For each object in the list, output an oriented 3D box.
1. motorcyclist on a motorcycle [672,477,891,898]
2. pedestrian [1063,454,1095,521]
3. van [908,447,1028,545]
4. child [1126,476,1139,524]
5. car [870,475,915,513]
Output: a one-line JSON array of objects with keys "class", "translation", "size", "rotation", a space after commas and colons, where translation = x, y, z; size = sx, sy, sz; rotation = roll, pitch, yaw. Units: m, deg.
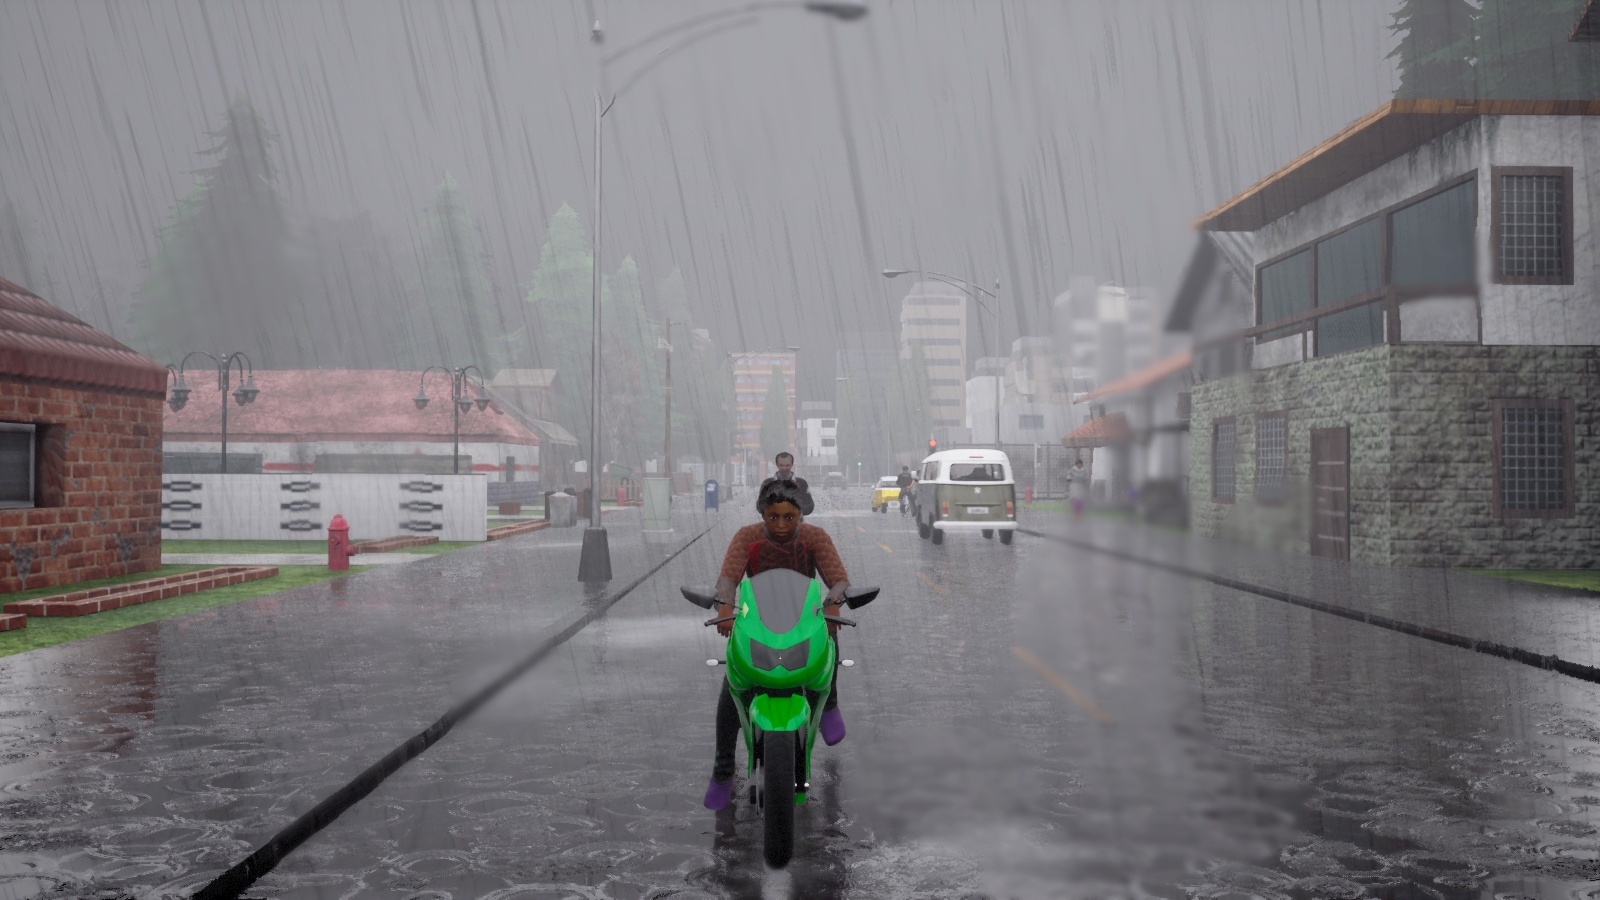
[{"class": "motorcyclist on a motorcycle", "translation": [-0.079, 0.891, 5.633], "size": [0.797, 1.523, 2.044], "rotation": [0, -1, -1]}, {"class": "pedestrian", "translation": [8.224, 1.112, 37.040], "size": [0.659, 1.952, 0.873], "rotation": [0, -1, -7]}, {"class": "van", "translation": [3.685, 0.998, 28.367], "size": [2.069, 2.038, 4.480], "rotation": [0, -1, -1]}, {"class": "child", "translation": [8.848, 1.329, 33.420], "size": [0.270, 1.263, 0.437], "rotation": [0, -1, 6]}, {"class": "car", "translation": [3.493, 1.654, 47.662], "size": [1.481, 1.376, 2.207], "rotation": [0, -1, -1]}]
